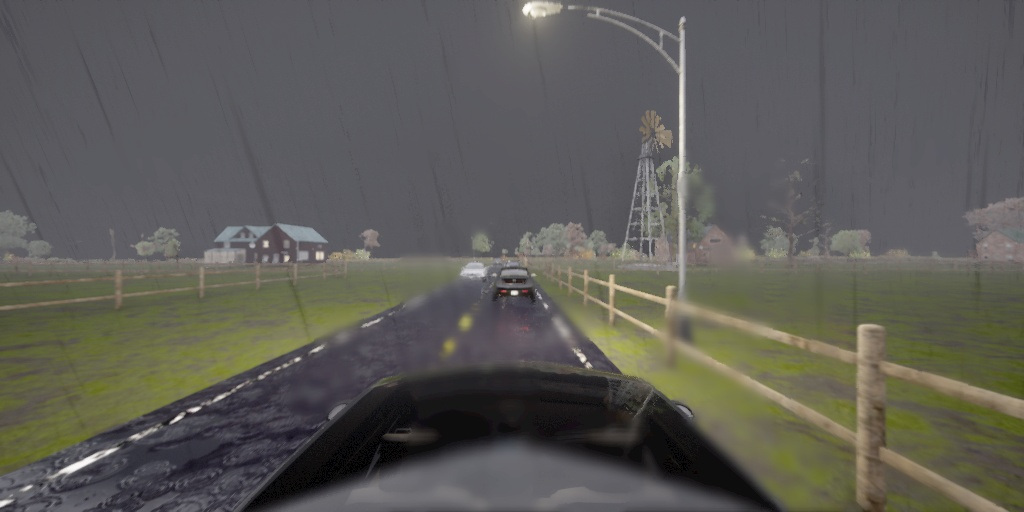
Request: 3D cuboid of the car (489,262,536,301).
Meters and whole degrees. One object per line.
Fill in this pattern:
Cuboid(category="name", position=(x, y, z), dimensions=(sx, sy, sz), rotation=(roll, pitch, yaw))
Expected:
Cuboid(category="car", position=(0.103, 1.234, 17.058), dimensions=(1.837, 1.490, 4.892), rotation=(0, 1, 0))

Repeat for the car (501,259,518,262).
Cuboid(category="car", position=(0.111, 1.236, 39.505), dimensions=(2.033, 1.411, 5.357), rotation=(0, 0, 0))

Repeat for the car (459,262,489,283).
Cuboid(category="car", position=(-2.836, 1.235, 27.829), dimensions=(1.812, 1.442, 4.674), rotation=(0, 0, 0))
